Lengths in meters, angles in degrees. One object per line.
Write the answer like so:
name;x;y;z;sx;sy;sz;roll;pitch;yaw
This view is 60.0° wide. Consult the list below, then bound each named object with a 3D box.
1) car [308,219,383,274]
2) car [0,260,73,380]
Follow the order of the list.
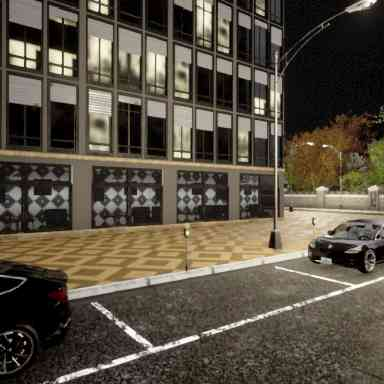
car;5.551;1.562;10.623;4.313;1.339;1.947;0;0;-36
car;-3.677;1.566;3.935;4.313;1.339;1.947;0;0;-36
